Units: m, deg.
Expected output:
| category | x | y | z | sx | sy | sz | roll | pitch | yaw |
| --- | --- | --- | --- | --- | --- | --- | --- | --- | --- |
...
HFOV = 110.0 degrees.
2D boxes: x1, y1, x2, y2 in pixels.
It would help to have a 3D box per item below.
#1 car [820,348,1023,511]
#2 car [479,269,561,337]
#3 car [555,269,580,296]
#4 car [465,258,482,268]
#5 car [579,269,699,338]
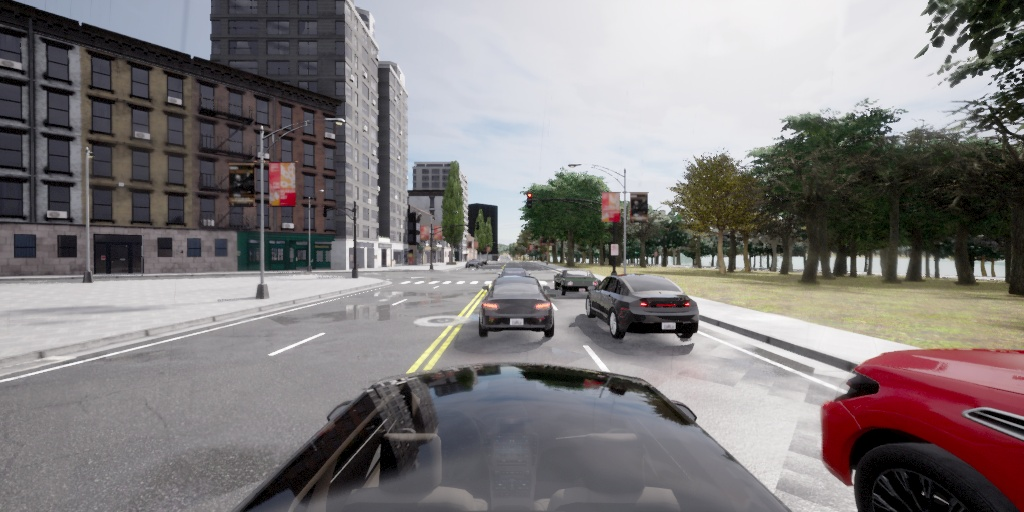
| category | x | y | z | sx | sy | sz | roll | pitch | yaw |
| --- | --- | --- | --- | --- | --- | --- | --- | --- | --- |
| car | 3.348 | 0.972 | 0.235 | 2.150 | 2.045 | 5.566 | 0 | 0 | 0 |
| car | 0.116 | 1.274 | 10.136 | 1.812 | 1.442 | 4.674 | 0 | 0 | 0 |
| car | 3.379 | 1.347 | 19.411 | 1.895 | 1.301 | 4.718 | 0 | 0 | 0 |
| car | -6.487 | 1.297 | 59.147 | 1.994 | 1.385 | 4.181 | 0 | 0 | 0 |
| car | 3.363 | 1.253 | 10.098 | 1.837 | 1.490 | 4.892 | 0 | 0 | 0 |
